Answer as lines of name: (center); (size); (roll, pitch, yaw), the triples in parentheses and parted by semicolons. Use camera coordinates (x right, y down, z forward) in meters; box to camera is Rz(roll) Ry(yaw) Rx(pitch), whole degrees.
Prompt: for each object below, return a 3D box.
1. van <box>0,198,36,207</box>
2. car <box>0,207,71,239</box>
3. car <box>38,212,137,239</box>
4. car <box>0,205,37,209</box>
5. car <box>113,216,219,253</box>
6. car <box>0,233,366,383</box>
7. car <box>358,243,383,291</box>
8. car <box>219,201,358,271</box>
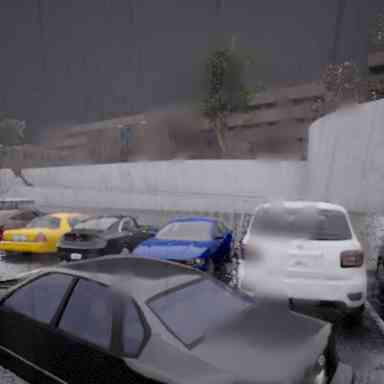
van: (-9.761, 1.277, 16.316); (1.878, 1.987, 4.442); (0, -1, 16)
car: (-4.830, 1.493, 13.143); (1.946, 1.575, 5.366); (0, -1, 15)
car: (-2.454, 1.492, 11.226); (2.231, 1.521, 4.892); (0, -1, 15)
car: (-7.302, 1.529, 14.724); (2.163, 1.488, 4.792); (0, -1, 16)
car: (-0.017, 1.489, 9.502); (2.097, 1.535, 5.008); (1, -1, 16)
car: (-1.028, 1.545, 4.114); (5.357, 1.411, 2.033); (0, 0, 36)
car: (4.842, 1.494, 6.041); (2.231, 1.521, 4.892); (1, -1, 15)
car: (2.410, 1.238, 7.800); (2.435, 2.045, 5.566); (0, -1, 16)
